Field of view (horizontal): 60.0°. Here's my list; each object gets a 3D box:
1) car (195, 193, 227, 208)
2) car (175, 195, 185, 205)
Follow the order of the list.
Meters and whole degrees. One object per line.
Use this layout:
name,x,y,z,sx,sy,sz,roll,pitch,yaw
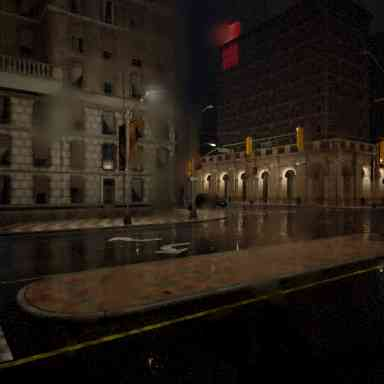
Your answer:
car,2.670,1.221,48.161,2.150,2.045,5.566,0,0,-35
car,-3.164,1.352,56.412,2.097,1.767,4.553,0,0,-35
